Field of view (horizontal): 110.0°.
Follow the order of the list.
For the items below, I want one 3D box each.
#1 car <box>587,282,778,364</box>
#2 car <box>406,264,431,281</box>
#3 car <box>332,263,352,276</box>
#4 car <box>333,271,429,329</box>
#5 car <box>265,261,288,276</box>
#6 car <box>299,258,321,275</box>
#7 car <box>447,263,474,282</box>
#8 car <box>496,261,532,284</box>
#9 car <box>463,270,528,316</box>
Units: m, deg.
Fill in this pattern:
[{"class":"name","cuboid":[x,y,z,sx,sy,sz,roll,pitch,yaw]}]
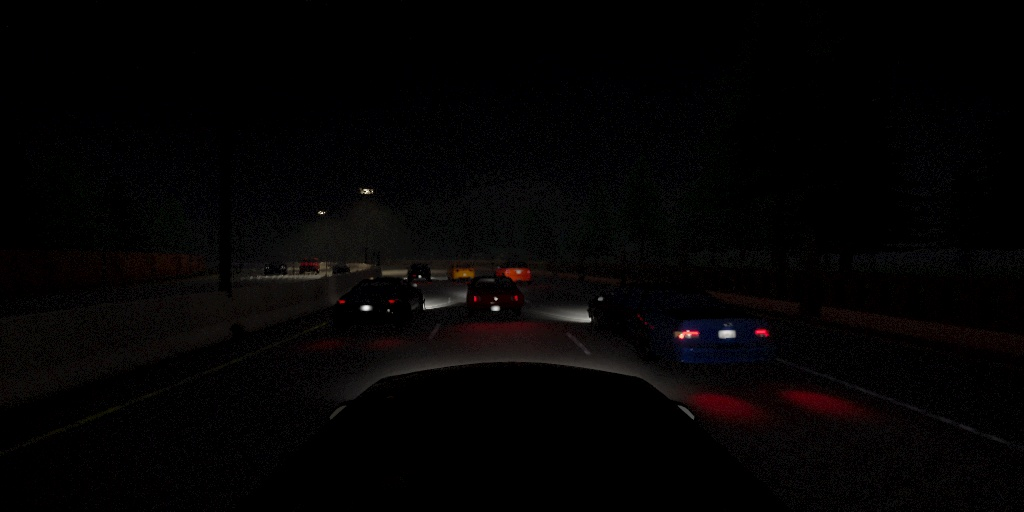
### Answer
[{"class":"car","cuboid":[3.277,1.310,8.240,2.033,1.411,5.357,0,0,-4]},{"class":"car","cuboid":[-8.146,1.423,31.350,1.837,1.490,4.892,0,0,-17]},{"class":"car","cuboid":[-20.175,1.572,42.553,2.033,1.411,5.357,0,0,-26]},{"class":"car","cuboid":[-4.102,1.377,11.614,1.994,1.385,4.181,0,0,-5]},{"class":"car","cuboid":[-28.644,1.422,43.679,2.097,1.767,4.553,0,0,-29]},{"class":"car","cuboid":[-25.676,1.289,45.612,2.150,2.045,5.566,0,-1,-28]},{"class":"car","cuboid":[-4.522,1.378,31.436,1.882,1.535,5.008,0,0,-16]},{"class":"car","cuboid":[-0.003,1.216,28.137,2.097,1.767,4.553,0,0,-14]},{"class":"car","cuboid":[-0.776,1.406,13.710,1.895,1.301,4.718,0,0,-7]}]
